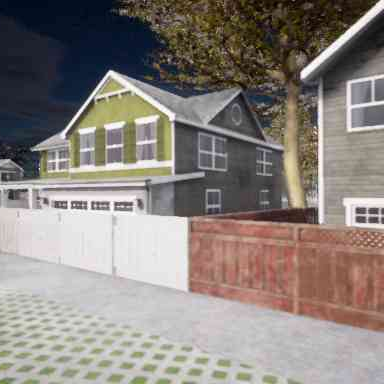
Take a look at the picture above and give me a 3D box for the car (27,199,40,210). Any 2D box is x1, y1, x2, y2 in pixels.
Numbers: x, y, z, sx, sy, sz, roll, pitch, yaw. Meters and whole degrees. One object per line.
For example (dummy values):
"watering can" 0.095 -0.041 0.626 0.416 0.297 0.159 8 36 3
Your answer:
"car" -19.777 1.652 41.737 1.837 1.490 4.892 0 0 19
